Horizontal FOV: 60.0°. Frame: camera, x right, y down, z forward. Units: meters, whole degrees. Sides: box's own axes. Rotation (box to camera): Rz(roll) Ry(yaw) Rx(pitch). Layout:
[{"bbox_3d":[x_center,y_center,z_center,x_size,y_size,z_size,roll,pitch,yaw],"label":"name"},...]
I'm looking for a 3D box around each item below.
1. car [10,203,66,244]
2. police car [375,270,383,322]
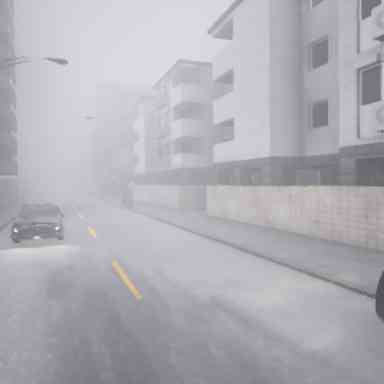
[{"bbox_3d":[-6.590,1.205,14.460,2.033,1.411,5.357,-1,2,-22],"label":"car"},{"bbox_3d":[3.928,1.238,2.417,1.930,1.638,5.238,-5,3,-22],"label":"police car"}]
